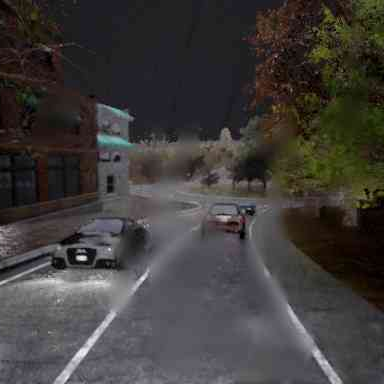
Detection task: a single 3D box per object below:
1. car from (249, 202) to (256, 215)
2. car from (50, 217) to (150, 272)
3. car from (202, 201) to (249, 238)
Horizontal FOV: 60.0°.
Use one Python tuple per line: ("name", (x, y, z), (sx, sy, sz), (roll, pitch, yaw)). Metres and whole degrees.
("car", (5.581, 1.648, 34.685), (1.895, 1.301, 4.718), (2, 1, 15))
("car", (-2.661, 1.507, 10.568), (1.994, 1.385, 4.181), (1, 0, 6))
("car", (1.799, 1.343, 17.971), (2.097, 1.767, 4.553), (1, 0, 8))
